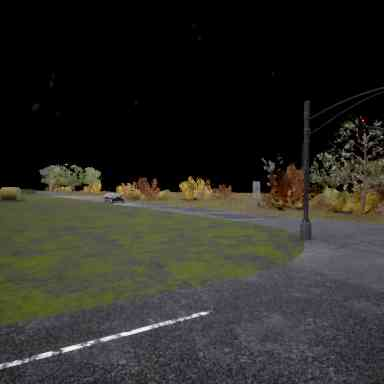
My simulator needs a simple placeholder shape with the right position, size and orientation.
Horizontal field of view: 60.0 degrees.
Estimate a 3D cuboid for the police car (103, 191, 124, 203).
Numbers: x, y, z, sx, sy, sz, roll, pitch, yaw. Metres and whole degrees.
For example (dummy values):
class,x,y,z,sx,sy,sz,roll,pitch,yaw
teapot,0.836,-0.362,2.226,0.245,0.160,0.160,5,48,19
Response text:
class,x,y,z,sx,sy,sz,roll,pitch,yaw
police car,-11.663,0.744,49.702,1.930,1.638,5.238,1,0,-32
